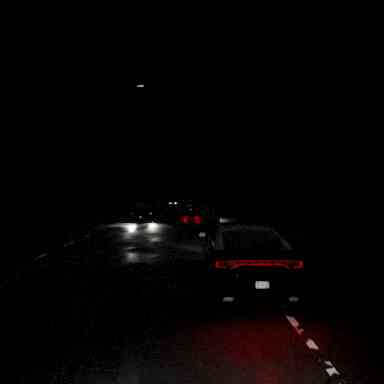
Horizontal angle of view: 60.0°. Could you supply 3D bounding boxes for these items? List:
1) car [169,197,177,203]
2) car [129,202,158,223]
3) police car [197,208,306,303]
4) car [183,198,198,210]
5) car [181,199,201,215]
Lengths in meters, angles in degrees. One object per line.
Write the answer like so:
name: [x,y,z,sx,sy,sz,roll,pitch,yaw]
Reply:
car: [-4.463,1.815,79.505,2.033,1.411,5.357,0,-1,-1]
car: [-3.686,1.527,26.008,1.812,1.442,4.674,0,0,0]
police car: [1.225,1.420,8.397,1.930,1.638,5.238,0,0,0]
car: [-0.263,1.621,45.902,1.994,1.385,4.181,0,0,0]
car: [-0.097,1.508,34.441,2.128,1.511,4.902,0,0,0]
